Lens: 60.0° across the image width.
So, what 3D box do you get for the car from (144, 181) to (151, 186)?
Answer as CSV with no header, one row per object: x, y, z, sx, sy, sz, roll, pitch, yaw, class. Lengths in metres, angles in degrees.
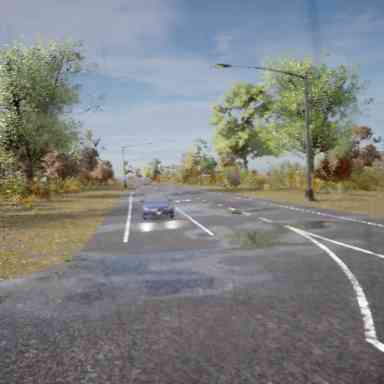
-12.371,-2.413,92.146,2.033,1.411,5.357,-3,3,-12,car

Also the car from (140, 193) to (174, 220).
-2.255,0.810,20.833,1.812,1.442,4.674,-3,3,-10,car
